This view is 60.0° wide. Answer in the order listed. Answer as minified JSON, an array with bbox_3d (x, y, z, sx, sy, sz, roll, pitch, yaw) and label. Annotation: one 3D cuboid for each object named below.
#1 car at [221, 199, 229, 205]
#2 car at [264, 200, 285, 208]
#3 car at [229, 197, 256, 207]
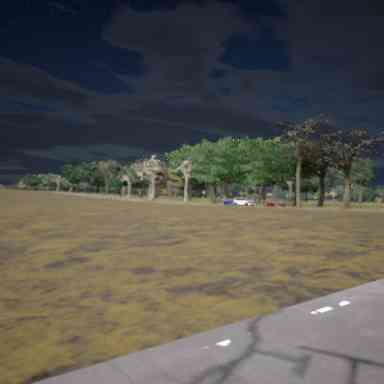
[{"bbox_3d":[9.118,2.511,80.552,1.882,1.535,5.008,3,-2,-35],"label":"car"},{"bbox_3d":[17.110,2.347,69.328,2.097,1.767,4.553,3,-2,-35],"label":"car"},{"bbox_3d":[11.231,2.202,71.562,2.150,2.045,5.566,3,-2,-35],"label":"car"}]
